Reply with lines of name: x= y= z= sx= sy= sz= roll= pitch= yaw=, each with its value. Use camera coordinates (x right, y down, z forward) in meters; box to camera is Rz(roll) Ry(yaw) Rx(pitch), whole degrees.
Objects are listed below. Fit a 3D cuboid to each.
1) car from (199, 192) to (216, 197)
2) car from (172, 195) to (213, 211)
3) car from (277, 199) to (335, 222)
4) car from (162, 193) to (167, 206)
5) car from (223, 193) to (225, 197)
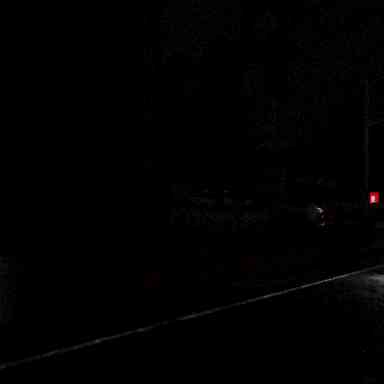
car: x=4.957 y=1.113 z=92.288 sx=1.932 sy=1.855 sz=4.605 roll=0 pitch=0 yaw=-37
car: x=-0.077 y=1.493 z=39.096 sx=1.882 sy=1.535 sz=5.008 roll=0 pitch=1 yaw=-37
car: x=9.109 y=1.367 z=26.927 sx=2.097 sy=1.767 sz=4.553 roll=0 pitch=0 yaw=-37
car: x=-3.647 y=1.367 z=50.080 sx=2.097 sy=1.767 sz=4.553 roll=0 pitch=0 yaw=-35
car: x=7.046 y=1.092 z=94.350 sx=1.905 sy=1.878 sz=3.866 roll=0 pitch=0 yaw=-37
